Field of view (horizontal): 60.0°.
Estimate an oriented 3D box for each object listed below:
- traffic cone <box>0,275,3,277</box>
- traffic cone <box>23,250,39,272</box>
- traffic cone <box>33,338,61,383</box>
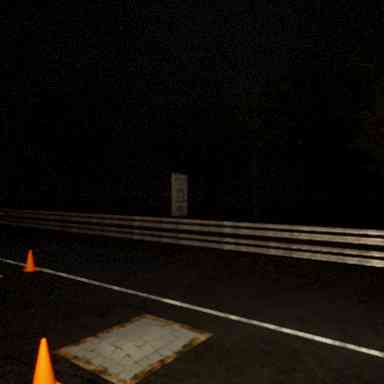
[{"bbox_3d":[-5.340,2.000,8.982,0.340,0.580,0.340,0,0,36],"label":"traffic cone"},{"bbox_3d":[-4.747,2.003,9.787,0.340,0.580,0.340,0,0,36],"label":"traffic cone"},{"bbox_3d":[-1.698,1.975,3.812,0.340,0.580,0.340,0,0,36],"label":"traffic cone"}]
